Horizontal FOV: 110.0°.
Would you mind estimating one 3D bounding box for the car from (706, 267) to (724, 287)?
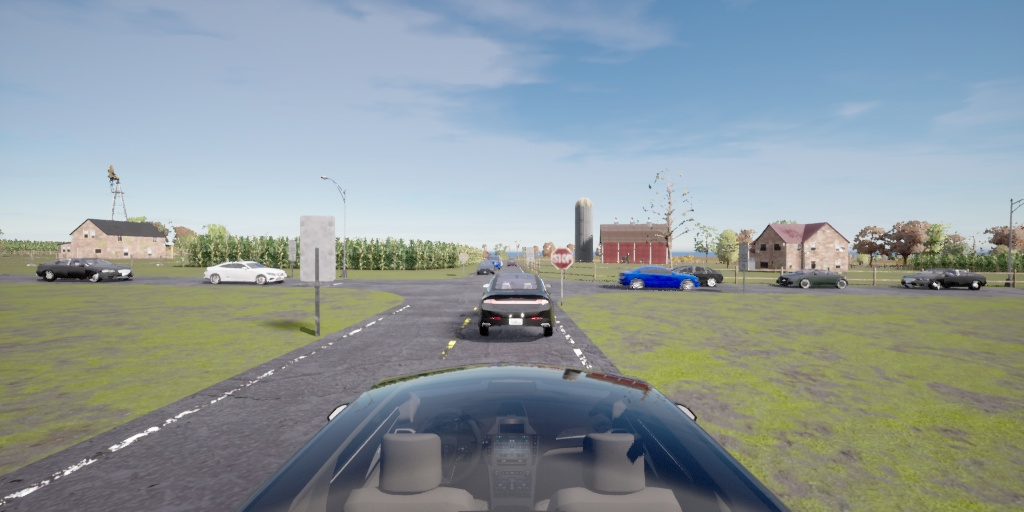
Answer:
[{"bbox_3d":[12.736,1.443,26.228,4.892,1.490,1.837,1,1,1],"label":"car"}]

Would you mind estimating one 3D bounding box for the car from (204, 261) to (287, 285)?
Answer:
[{"bbox_3d":[-17.134,1.067,23.128,4.674,1.442,1.812,1,1,0],"label":"car"}]

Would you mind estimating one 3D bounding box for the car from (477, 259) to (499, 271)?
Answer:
[{"bbox_3d":[-2.818,1.316,39.630,2.033,1.411,5.357,0,0,-1],"label":"car"}]

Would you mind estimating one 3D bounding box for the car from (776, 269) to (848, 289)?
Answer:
[{"bbox_3d":[21.871,1.629,26.212,4.181,1.385,1.994,1,1,0],"label":"car"}]

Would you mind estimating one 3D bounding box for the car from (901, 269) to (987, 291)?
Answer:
[{"bbox_3d":[31.479,1.686,26.237,4.902,1.511,2.128,1,1,0],"label":"car"}]

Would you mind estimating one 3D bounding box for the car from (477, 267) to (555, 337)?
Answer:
[{"bbox_3d":[0.143,1.241,10.343,2.128,1.511,4.902,0,0,1],"label":"car"}]

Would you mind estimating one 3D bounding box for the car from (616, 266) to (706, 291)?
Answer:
[{"bbox_3d":[9.400,1.402,23.279,5.008,1.535,1.882,1,1,5],"label":"car"}]

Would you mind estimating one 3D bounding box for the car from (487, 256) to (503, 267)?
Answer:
[{"bbox_3d":[-2.821,1.009,53.815,2.150,2.045,5.566,0,0,1],"label":"car"}]

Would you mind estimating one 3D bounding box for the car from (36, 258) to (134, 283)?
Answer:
[{"bbox_3d":[-27.378,0.880,23.097,4.902,1.511,2.128,1,1,0],"label":"car"}]
